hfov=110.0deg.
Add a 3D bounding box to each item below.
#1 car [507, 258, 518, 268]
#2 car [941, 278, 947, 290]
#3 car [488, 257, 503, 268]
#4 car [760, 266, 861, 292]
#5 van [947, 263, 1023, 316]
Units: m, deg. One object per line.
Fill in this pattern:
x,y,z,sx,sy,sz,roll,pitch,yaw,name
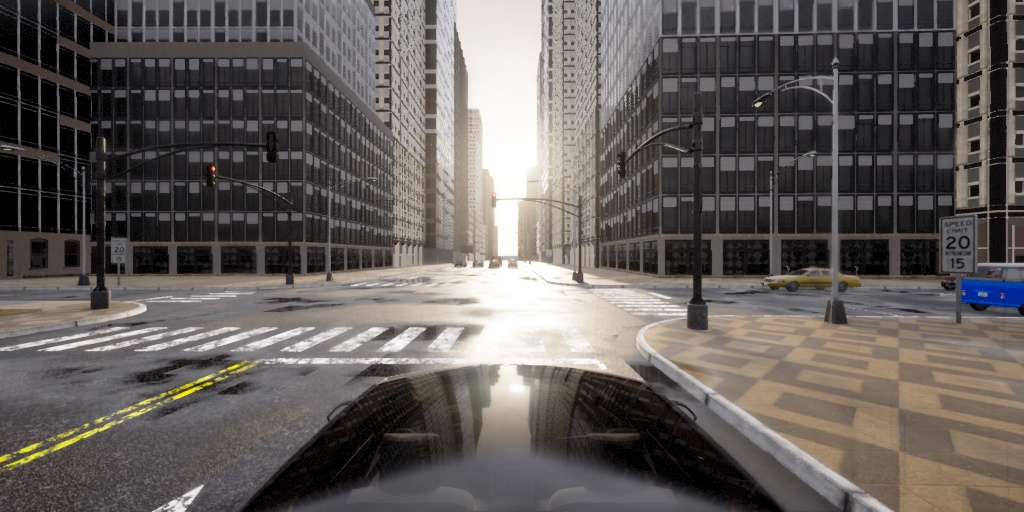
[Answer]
0.146,1.407,63.323,2.033,1.411,5.357,0,0,0,car
26.964,1.356,20.190,4.207,1.307,1.802,0,0,2,car
-3.104,1.385,63.331,1.812,1.442,4.674,0,0,0,car
17.131,1.293,20.699,4.829,1.417,1.751,0,0,2,car
18.382,1.119,12.524,3.998,1.789,1.690,0,0,2,van
